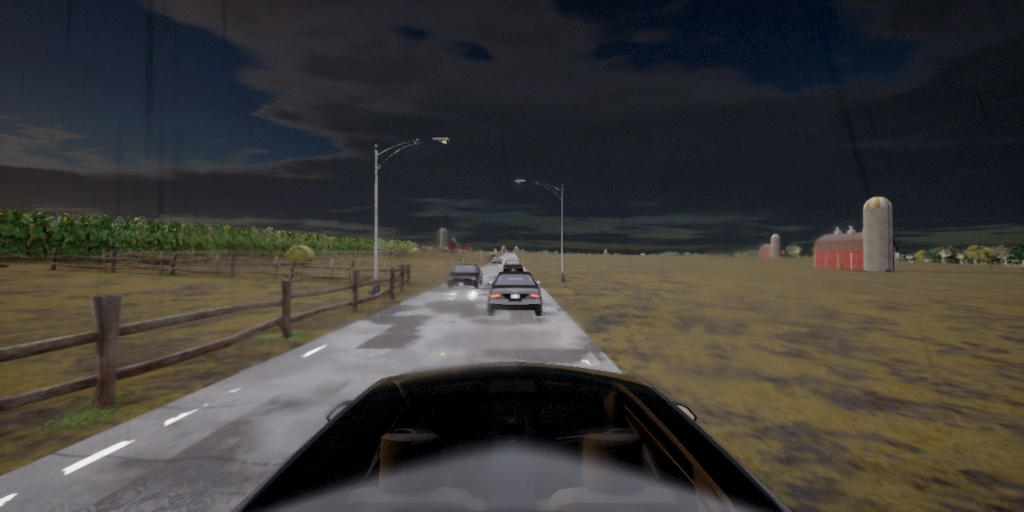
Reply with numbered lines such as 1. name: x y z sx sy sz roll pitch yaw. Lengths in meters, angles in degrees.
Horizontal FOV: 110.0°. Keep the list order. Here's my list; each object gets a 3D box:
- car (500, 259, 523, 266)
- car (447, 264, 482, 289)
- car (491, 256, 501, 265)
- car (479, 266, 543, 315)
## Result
1. car: 0.109 1.092 35.514 1.882 1.535 5.008 0 0 0
2. car: -2.846 1.234 22.949 2.033 1.411 5.357 0 0 0
3. car: -2.761 0.833 63.576 1.837 1.490 4.892 0 1 1
4. car: 0.102 1.265 13.386 2.033 1.411 5.357 0 0 0
